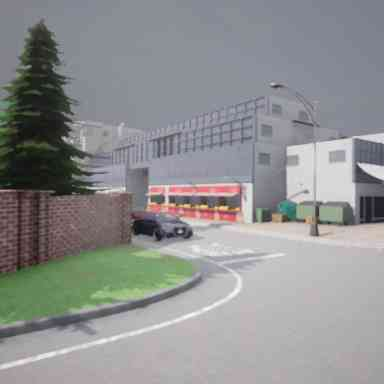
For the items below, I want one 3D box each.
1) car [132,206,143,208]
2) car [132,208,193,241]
[{"bbox_3d":[-5.530,1.925,30.424,1.895,1.301,4.718,1,0,-34],"label":"car"},{"bbox_3d":[-1.714,1.845,18.531,1.994,1.385,4.181,1,0,-35],"label":"car"}]
